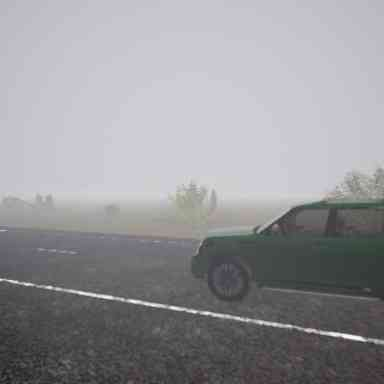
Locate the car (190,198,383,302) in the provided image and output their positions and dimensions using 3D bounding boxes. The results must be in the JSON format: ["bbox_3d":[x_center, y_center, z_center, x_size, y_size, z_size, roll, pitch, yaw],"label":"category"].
[{"bbox_3d":[2.742,1.154,6.778,5.566,2.045,2.150,0,0,25],"label":"car"}]
